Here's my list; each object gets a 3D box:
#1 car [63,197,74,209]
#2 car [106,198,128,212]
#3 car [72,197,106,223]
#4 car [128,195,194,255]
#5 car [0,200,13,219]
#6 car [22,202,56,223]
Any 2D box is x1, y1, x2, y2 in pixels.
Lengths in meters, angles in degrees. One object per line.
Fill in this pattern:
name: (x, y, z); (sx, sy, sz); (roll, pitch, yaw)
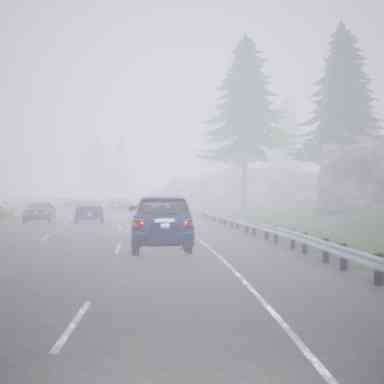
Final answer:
car: (-14.505, 1.294, 40.603); (1.812, 1.442, 4.674); (0, 0, -29)
car: (-8.239, 1.338, 36.112); (2.033, 1.411, 5.357); (0, 0, -25)
car: (-7.556, 1.337, 24.426); (1.882, 1.535, 5.008); (0, 0, -17)
car: (-1.300, 1.143, 13.282); (2.150, 2.045, 5.566); (0, 0, -9)
car: (-15.646, 1.328, 26.553); (1.882, 1.535, 5.008); (0, 0, -20)
car: (-11.112, 1.409, 24.344); (2.033, 1.411, 5.357); (0, 0, -18)
